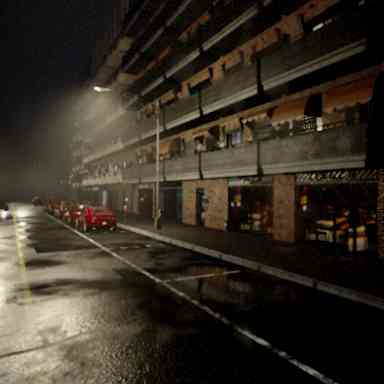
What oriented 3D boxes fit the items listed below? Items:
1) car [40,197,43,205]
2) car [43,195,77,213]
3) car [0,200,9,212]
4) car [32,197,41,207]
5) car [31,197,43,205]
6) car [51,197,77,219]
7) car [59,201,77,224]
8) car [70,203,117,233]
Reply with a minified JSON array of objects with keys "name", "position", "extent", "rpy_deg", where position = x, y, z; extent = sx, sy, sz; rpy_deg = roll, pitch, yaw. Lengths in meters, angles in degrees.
[{"name":"car","position":[-16.662,1.533,39.968],"extent":[1.967,1.590,4.097],"rpy_deg":[0,0,-29]},{"name":"car","position":[-13.966,1.395,35.025],"extent":[2.192,1.841,5.009],"rpy_deg":[0,0,-29]},{"name":"car","position":[-23.069,1.653,39.831],"extent":[1.994,1.385,4.181],"rpy_deg":[0,0,-29]},{"name":"car","position":[-24.752,1.575,54.795],"extent":[1.967,1.590,4.097],"rpy_deg":[0,0,-29]},{"name":"car","position":[-30.227,1.693,64.830],"extent":[1.752,1.417,4.829],"rpy_deg":[0,0,-29]},{"name":"car","position":[-11.269,1.508,30.082],"extent":[1.967,1.590,4.097],"rpy_deg":[0,0,-29]},{"name":"car","position":[-8.573,1.600,25.140],"extent":[1.887,1.381,4.507],"rpy_deg":[0,0,-29]},{"name":"car","position":[-5.876,1.589,20.198],"extent":[1.887,1.381,4.507],"rpy_deg":[0,0,-29]}]
